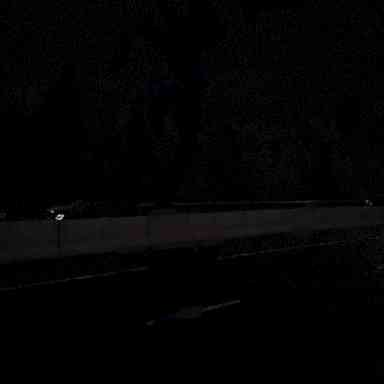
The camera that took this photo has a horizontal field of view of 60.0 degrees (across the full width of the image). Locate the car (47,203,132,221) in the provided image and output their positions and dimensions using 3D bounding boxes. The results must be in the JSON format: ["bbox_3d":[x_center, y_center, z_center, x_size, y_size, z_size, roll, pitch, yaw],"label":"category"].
[{"bbox_3d":[-5.125,1.172,17.360,4.553,1.767,2.097,0,1,-34],"label":"car"}]

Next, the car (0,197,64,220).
[{"bbox_3d":[-12.502,1.189,25.046,5.008,1.535,1.882,0,1,-34],"label":"car"}]

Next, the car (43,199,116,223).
[{"bbox_3d":[-8.011,1.274,23.866,4.674,1.442,1.812,0,1,-33],"label":"car"}]
